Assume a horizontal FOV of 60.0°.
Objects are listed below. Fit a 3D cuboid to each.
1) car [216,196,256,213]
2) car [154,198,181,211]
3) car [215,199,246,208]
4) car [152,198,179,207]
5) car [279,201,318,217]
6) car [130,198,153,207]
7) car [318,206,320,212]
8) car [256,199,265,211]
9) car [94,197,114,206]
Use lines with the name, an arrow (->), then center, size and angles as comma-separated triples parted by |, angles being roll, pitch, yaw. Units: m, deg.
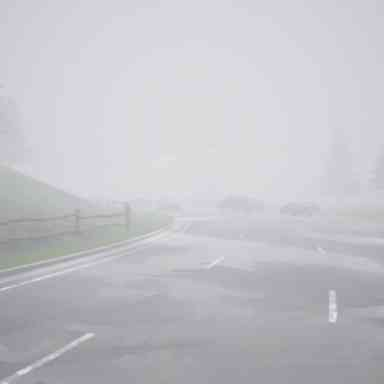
car -> 5.282, 1.505, 42.315 | 2.150, 2.045, 5.566 | 1, 0, -24
car -> -3.035, 1.732, 43.329 | 1.812, 1.442, 4.674 | 1, 0, -27
car -> 6.268, 1.912, 55.388 | 2.033, 1.411, 5.357 | 1, 0, -36
car -> -4.597, 1.758, 57.202 | 2.128, 1.511, 4.902 | 1, 0, -44
car -> 10.984, 1.826, 35.305 | 1.812, 1.442, 4.674 | 1, 0, -11
car -> -8.610, 1.700, 56.399 | 1.882, 1.535, 5.008 | 1, 0, -45
car -> 13.369, 1.857, 40.113 | 1.837, 1.490, 4.892 | 1, 0, -15
car -> 7.832, 1.675, 45.116 | 2.097, 1.767, 4.553 | 1, 0, -23
car -> -15.373, 1.657, 58.177 | 4.902, 1.511, 2.128 | 0, 0, 44
